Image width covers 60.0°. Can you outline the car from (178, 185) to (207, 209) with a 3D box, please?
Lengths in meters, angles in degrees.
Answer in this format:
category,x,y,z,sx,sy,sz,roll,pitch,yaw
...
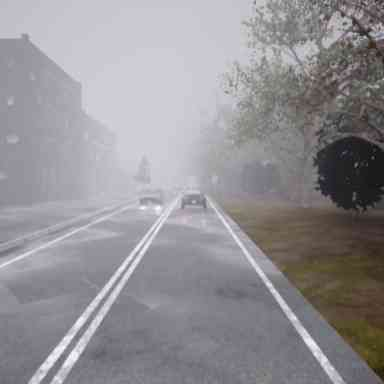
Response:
category,x,y,z,sx,sy,sz,roll,pitch,yaw
car,0.134,0.434,25.412,1.812,1.442,4.674,0,2,0

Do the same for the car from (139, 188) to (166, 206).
category,x,y,z,sx,sy,sz,roll,pitch,yaw
car,-3.304,0.329,28.590,2.033,1.411,5.357,0,2,0

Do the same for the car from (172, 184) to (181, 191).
category,x,y,z,sx,sy,sz,roll,pitch,yaw
car,-3.000,-0.956,69.429,1.812,1.442,4.674,0,2,0
